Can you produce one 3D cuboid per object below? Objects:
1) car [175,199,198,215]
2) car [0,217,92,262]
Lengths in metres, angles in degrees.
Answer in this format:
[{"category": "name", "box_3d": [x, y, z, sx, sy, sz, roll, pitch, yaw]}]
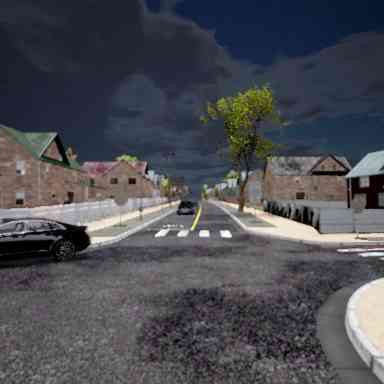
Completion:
[{"category": "car", "box_3d": [-0.628, 1.727, 36.291, 1.812, 1.442, 4.674, 0, 0, 2]}, {"category": "car", "box_3d": [-5.814, 1.586, 10.860, 4.902, 1.511, 2.128, 0, -1, -34]}]
